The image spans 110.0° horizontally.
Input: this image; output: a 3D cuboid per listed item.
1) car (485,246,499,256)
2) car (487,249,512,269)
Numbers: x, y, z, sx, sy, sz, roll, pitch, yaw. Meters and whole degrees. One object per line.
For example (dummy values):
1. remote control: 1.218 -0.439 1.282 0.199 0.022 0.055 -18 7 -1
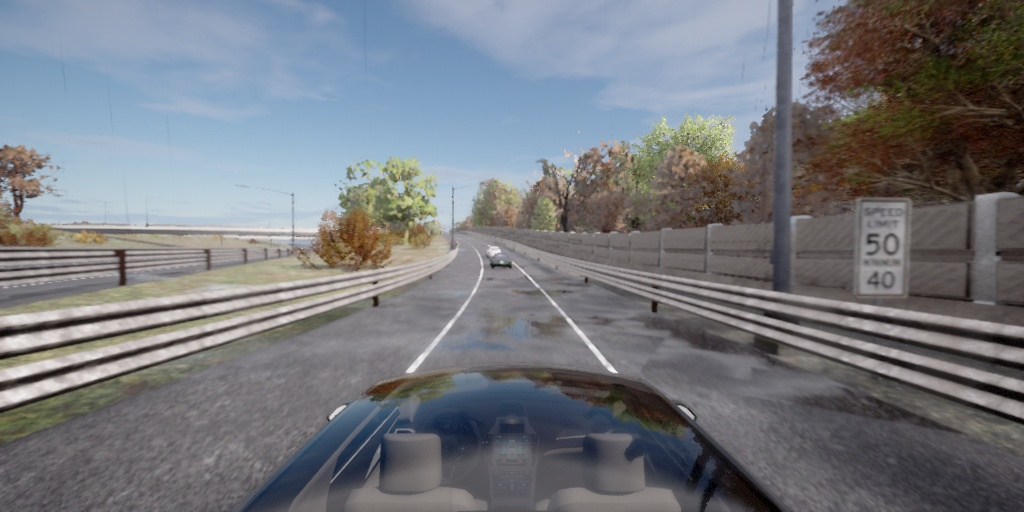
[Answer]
1. car: -2.442 -0.568 47.651 1.812 1.442 4.674 0 5 -7
2. car: -1.101 0.405 34.616 1.994 1.385 4.181 0 3 -5
